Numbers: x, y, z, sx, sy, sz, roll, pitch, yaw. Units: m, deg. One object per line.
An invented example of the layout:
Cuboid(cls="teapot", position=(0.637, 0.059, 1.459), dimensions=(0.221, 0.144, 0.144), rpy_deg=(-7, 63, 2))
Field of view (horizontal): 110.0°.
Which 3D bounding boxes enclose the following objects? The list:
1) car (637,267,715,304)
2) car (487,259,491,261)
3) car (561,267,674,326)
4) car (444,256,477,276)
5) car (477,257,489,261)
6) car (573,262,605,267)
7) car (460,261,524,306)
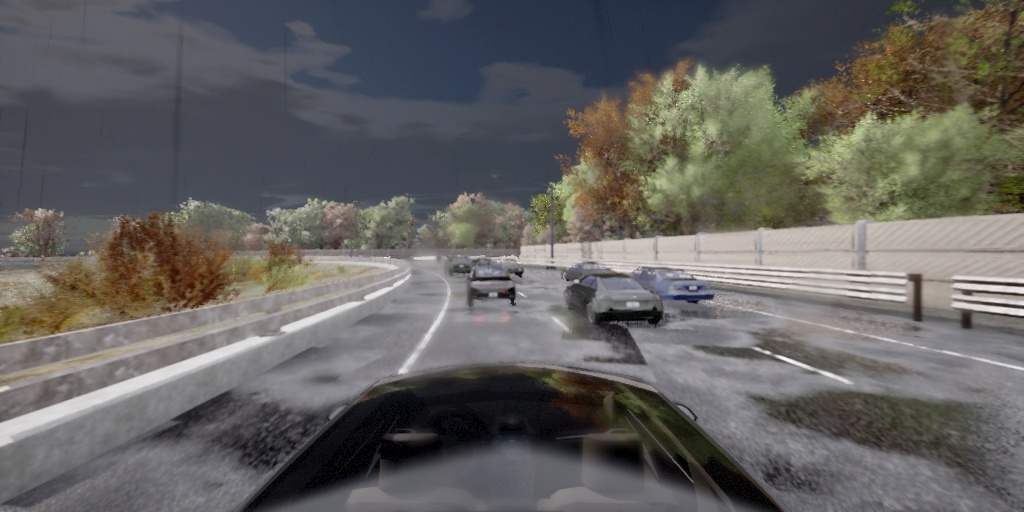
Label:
Cuboid(cls="car", position=(6.065, 1.161, 15.174), dimensions=(2.033, 1.411, 5.357), rpy_deg=(0, 0, -8))
Cuboid(cls="car", position=(-0.534, 1.115, 30.295), dimensions=(1.895, 1.301, 4.718), rpy_deg=(0, 0, -16))
Cuboid(cls="car", position=(2.983, 1.221, 11.365), dimensions=(1.994, 1.385, 4.181), rpy_deg=(0, 0, -5))
Cuboid(cls="car", position=(-4.941, 0.865, 32.663), dimensions=(2.097, 1.767, 4.553), rpy_deg=(0, 1, -17))
Cuboid(cls="car", position=(-4.436, 0.843, 51.763), dimensions=(2.128, 1.511, 4.902), rpy_deg=(0, 1, -21))
Cuboid(cls="car", position=(4.817, 1.100, 23.093), dimensions=(2.033, 1.411, 5.357), rpy_deg=(0, 0, -11))
Cuboid(cls="car", position=(-0.973, 1.135, 15.063), dimensions=(2.128, 1.511, 4.902), rpy_deg=(0, 1, -7))
